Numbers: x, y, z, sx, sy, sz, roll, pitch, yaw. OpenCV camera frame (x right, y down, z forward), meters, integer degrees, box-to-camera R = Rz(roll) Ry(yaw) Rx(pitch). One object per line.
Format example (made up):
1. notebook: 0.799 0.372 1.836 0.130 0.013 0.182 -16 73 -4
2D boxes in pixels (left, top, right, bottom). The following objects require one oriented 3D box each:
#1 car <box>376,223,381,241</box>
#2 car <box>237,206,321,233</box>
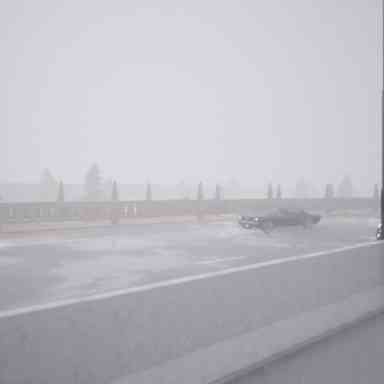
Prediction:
1. car: 9.593 1.264 13.299 4.553 1.767 2.097 0 0 -25
2. car: 4.926 1.490 18.828 4.718 1.301 1.895 0 0 -27
